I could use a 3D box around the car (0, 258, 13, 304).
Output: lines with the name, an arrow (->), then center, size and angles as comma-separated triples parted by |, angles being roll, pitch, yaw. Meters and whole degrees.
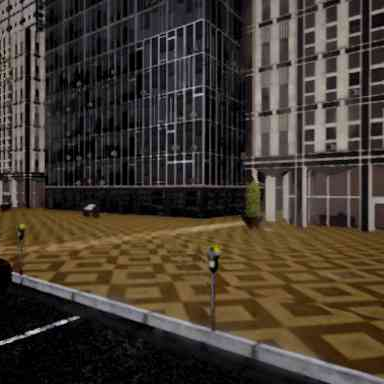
car -> -5.272, 1.522, 6.638 | 4.313, 1.339, 1.947 | 0, 0, 36
